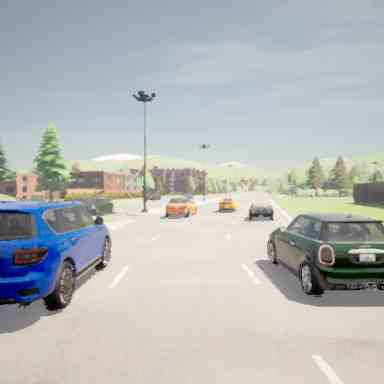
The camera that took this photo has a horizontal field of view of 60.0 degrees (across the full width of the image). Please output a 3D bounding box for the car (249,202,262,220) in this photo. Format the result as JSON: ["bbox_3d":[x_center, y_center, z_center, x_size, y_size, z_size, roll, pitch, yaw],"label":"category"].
[{"bbox_3d":[5.656,1.509,27.312,1.895,1.301,4.718,0,0,11],"label":"car"}]

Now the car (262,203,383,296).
[{"bbox_3d":[3.455,1.315,8.698,2.097,1.767,4.553,0,0,0],"label":"car"}]

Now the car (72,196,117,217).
[{"bbox_3d":[-9.075,1.315,31.424,2.097,1.767,4.553,0,0,12],"label":"car"}]

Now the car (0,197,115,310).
[{"bbox_3d":[-3.507,1.217,7.907,2.150,2.045,5.566,0,0,-1],"label":"car"}]

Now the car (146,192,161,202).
[{"bbox_3d":[-8.177,1.020,70.068,2.150,2.045,5.566,0,0,12],"label":"car"}]

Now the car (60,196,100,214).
[{"bbox_3d":[-11.807,1.318,35.422,2.097,1.767,4.553,0,0,12],"label":"car"}]

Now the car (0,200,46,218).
[{"bbox_3d":[-16.288,1.544,31.146,2.033,1.411,5.357,0,0,12],"label":"car"}]

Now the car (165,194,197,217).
[{"bbox_3d":[-0.897,1.282,30.051,2.097,1.767,4.553,0,0,11],"label":"car"}]

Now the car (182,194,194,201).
[{"bbox_3d":[-0.813,1.074,71.132,1.812,1.442,4.674,0,0,12],"label":"car"}]

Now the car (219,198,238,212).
[{"bbox_3d":[4.178,1.367,37.668,1.882,1.535,5.008,0,0,11],"label":"car"}]
